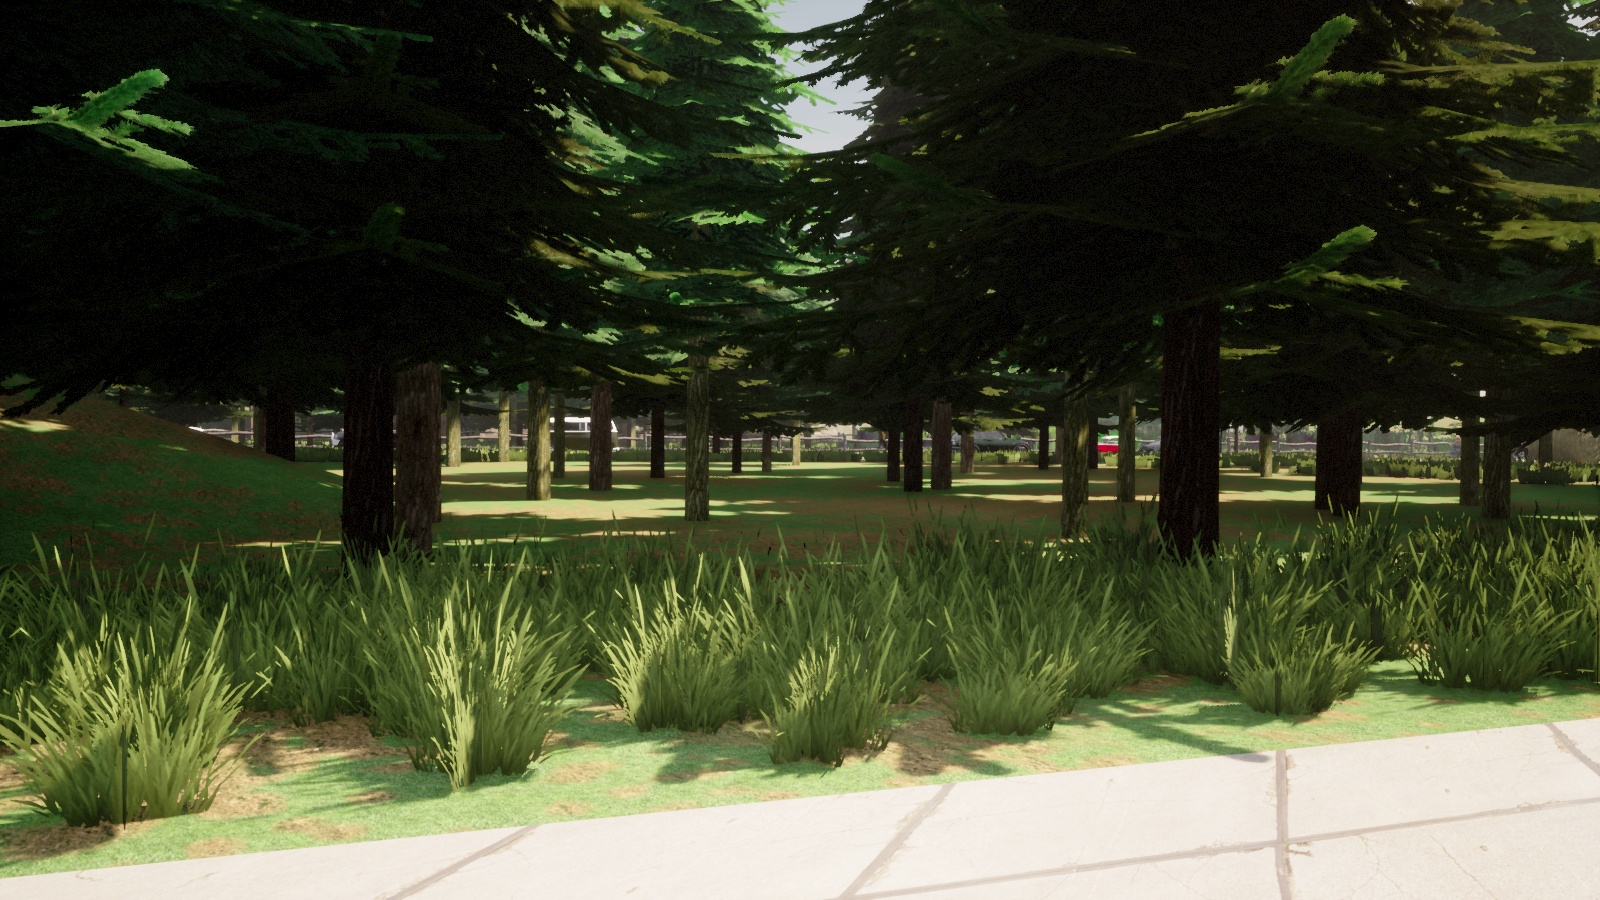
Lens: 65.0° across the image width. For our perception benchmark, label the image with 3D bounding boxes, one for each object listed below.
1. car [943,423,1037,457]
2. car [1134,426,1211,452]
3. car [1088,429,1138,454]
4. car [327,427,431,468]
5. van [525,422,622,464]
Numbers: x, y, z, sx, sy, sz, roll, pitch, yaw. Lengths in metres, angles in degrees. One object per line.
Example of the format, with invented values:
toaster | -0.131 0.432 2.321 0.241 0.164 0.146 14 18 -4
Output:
car | 10.253 -0.567 67.888 4.553 1.767 2.097 -1 1 -20
car | 22.479 -0.673 75.866 4.193 1.474 1.816 -1 1 -19
car | 17.551 -0.491 70.444 2.207 1.376 1.481 -1 1 -19
car | -20.162 -0.146 60.132 4.605 1.855 1.932 -1 1 -21
van | -11.461 -0.387 63.432 4.480 2.038 2.069 -1 1 -21
